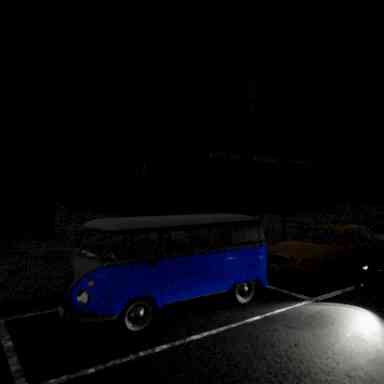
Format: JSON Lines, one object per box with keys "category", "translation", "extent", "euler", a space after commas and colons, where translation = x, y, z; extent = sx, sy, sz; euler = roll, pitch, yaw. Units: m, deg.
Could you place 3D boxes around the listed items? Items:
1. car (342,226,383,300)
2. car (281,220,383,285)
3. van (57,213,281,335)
{"category": "car", "translation": [5.397, 1.551, 7.206], "extent": [4.181, 1.385, 1.994], "euler": [0, 0, -35]}
{"category": "car", "translation": [3.958, 1.512, 9.455], "extent": [4.829, 1.417, 1.752], "euler": [0, 0, -35]}
{"category": "van", "translation": [-0.337, 1.336, 6.404], "extent": [3.998, 1.788, 1.690], "euler": [0, 0, -35]}
